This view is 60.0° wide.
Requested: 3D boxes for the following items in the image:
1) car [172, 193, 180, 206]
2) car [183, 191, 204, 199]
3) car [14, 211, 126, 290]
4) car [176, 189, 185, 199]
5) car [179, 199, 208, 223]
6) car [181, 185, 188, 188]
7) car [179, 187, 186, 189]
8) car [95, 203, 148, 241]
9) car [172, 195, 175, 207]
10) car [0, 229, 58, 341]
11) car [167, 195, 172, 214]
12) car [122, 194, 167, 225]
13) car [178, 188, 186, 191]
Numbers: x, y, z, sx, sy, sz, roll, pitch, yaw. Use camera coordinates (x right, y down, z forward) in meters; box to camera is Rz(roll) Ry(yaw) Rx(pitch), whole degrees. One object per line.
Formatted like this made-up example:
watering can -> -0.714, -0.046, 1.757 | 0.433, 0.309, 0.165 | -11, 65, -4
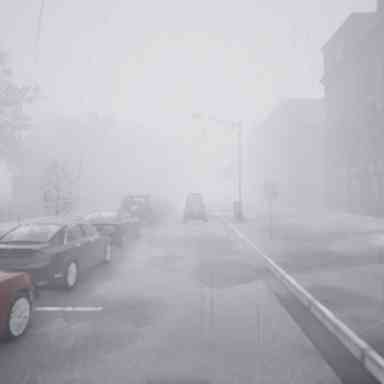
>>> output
car -> -3.369, 1.363, 48.108 | 1.946, 1.575, 5.366 | 0, 1, 3
car -> 0.345, 1.128, 42.743 | 2.150, 2.045, 5.566 | 0, 0, 0
car -> -3.601, 1.506, 9.109 | 2.231, 1.521, 4.892 | 0, 0, 3
car -> -3.241, 0.943, 67.500 | 2.185, 1.767, 4.553 | 2, 2, 2
car -> 0.244, 1.506, 25.386 | 2.033, 1.411, 5.357 | 0, 0, 0
car -> -3.107, -0.419, 95.360 | 2.185, 1.767, 4.553 | 0, 4, 3
car -> -3.151, 0.378, 84.251 | 2.231, 1.521, 4.892 | 1, 3, 2
car -> -3.569, 1.480, 14.650 | 2.097, 1.535, 5.008 | 0, 0, 3
car -> -3.452, 1.468, 36.861 | 2.163, 1.488, 4.792 | -1, 1, 3
car -> -3.634, 1.511, 3.553 | 2.097, 1.535, 5.008 | 0, 0, 3
car -> -3.475, 1.304, 31.256 | 2.185, 1.767, 4.553 | 0, 1, 3
car -> -3.517, 1.192, 23.602 | 2.435, 2.045, 5.566 | 0, 0, 3
car -> -3.180, 0.644, 78.518 | 1.946, 1.575, 5.366 | 1, 3, 2
